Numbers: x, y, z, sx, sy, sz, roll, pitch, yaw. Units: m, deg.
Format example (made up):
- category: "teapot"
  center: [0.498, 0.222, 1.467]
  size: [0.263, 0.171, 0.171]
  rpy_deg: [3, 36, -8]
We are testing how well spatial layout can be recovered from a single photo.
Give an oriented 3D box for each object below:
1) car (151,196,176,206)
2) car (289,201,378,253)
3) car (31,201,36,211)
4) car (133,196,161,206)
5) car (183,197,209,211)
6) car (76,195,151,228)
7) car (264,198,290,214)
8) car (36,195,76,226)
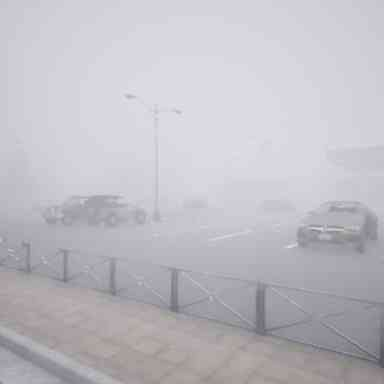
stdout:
- category: "car"
  center: [-4.635, 1.367, 51.959]
  size: [2.152, 1.636, 5.027]
  rpy_deg: [0, 0, 35]
- category: "car"
  center: [5.762, 1.170, 12.859]
  size: [2.152, 1.636, 5.027]
  rpy_deg: [0, 0, 35]
- category: "car"
  center: [-15.586, 1.421, 36.843]
  size: [1.970, 1.475, 3.806]
  rpy_deg: [0, 0, 35]
- category: "car"
  center: [-7.220, 1.378, 53.737]
  size: [2.007, 1.523, 4.514]
  rpy_deg: [0, 0, 35]
- category: "car"
  center: [0.560, 1.348, 38.835]
  size: [1.845, 1.501, 3.633]
  rpy_deg: [0, 0, 35]
- category: "car"
  center: [-4.658, 1.102, 20.283]
  size: [1.905, 1.878, 3.866]
  rpy_deg: [0, 0, 35]
- category: "car"
  center: [8.673, 1.320, 33.002]
  size: [2.007, 1.523, 4.514]
  rpy_deg: [0, 0, 35]
- category: "car"
  center: [-7.264, 1.125, 21.633]
  size: [1.932, 1.855, 4.605]
  rpy_deg: [0, 0, 35]
